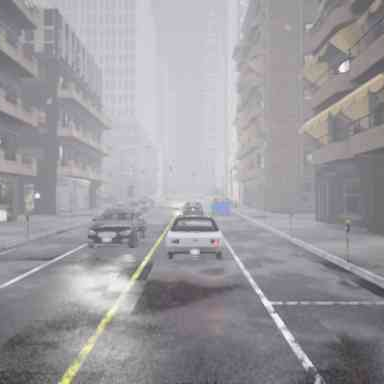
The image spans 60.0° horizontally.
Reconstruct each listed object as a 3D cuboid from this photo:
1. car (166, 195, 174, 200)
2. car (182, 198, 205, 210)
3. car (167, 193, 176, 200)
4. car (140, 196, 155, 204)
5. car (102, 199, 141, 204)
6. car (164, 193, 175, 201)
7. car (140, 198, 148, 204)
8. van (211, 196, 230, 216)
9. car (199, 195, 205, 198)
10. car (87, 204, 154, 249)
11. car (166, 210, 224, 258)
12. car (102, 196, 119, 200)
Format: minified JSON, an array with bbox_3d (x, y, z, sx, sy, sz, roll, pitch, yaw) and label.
[{"bbox_3d":[-5.682,1.479,86.591,1.802,1.307,4.206,1,0,0],"label":"car"},{"bbox_3d":[0.097,1.512,30.186,2.033,1.411,5.357,0,0,0],"label":"car"},{"bbox_3d":[-5.677,1.205,92.166,2.192,1.841,5.009,1,0,0],"label":"car"},{"bbox_3d":[-5.646,1.522,37.408,1.947,1.339,4.313,1,0,0],"label":"car"},{"bbox_3d":[-5.645,1.520,26.328,2.008,1.369,4.403,1,0,0],"label":"car"},{"bbox_3d":[-5.679,1.344,81.015,1.967,1.590,4.097,1,0,0],"label":"car"},{"bbox_3d":[-5.646,1.545,31.869,1.802,1.307,4.206,1,0,0],"label":"car"},{"bbox_3d":[2.706,1.304,31.921,1.690,1.788,3.998,1,0,0],"label":"van"},{"bbox_3d":[2.697,1.473,92.228,1.802,1.307,4.206,1,0,0],"label":"car"},{"bbox_3d":[-3.101,1.474,14.546,2.128,1.511,4.902,0,0,0],"label":"car"},{"bbox_3d":[0.095,1.586,12.685,1.895,1.301,4.718,0,0,0],"label":"car"},{"bbox_3d":[-16.495,1.420,65.595,4.097,1.590,1.967,0,-1,0],"label":"car"}]
